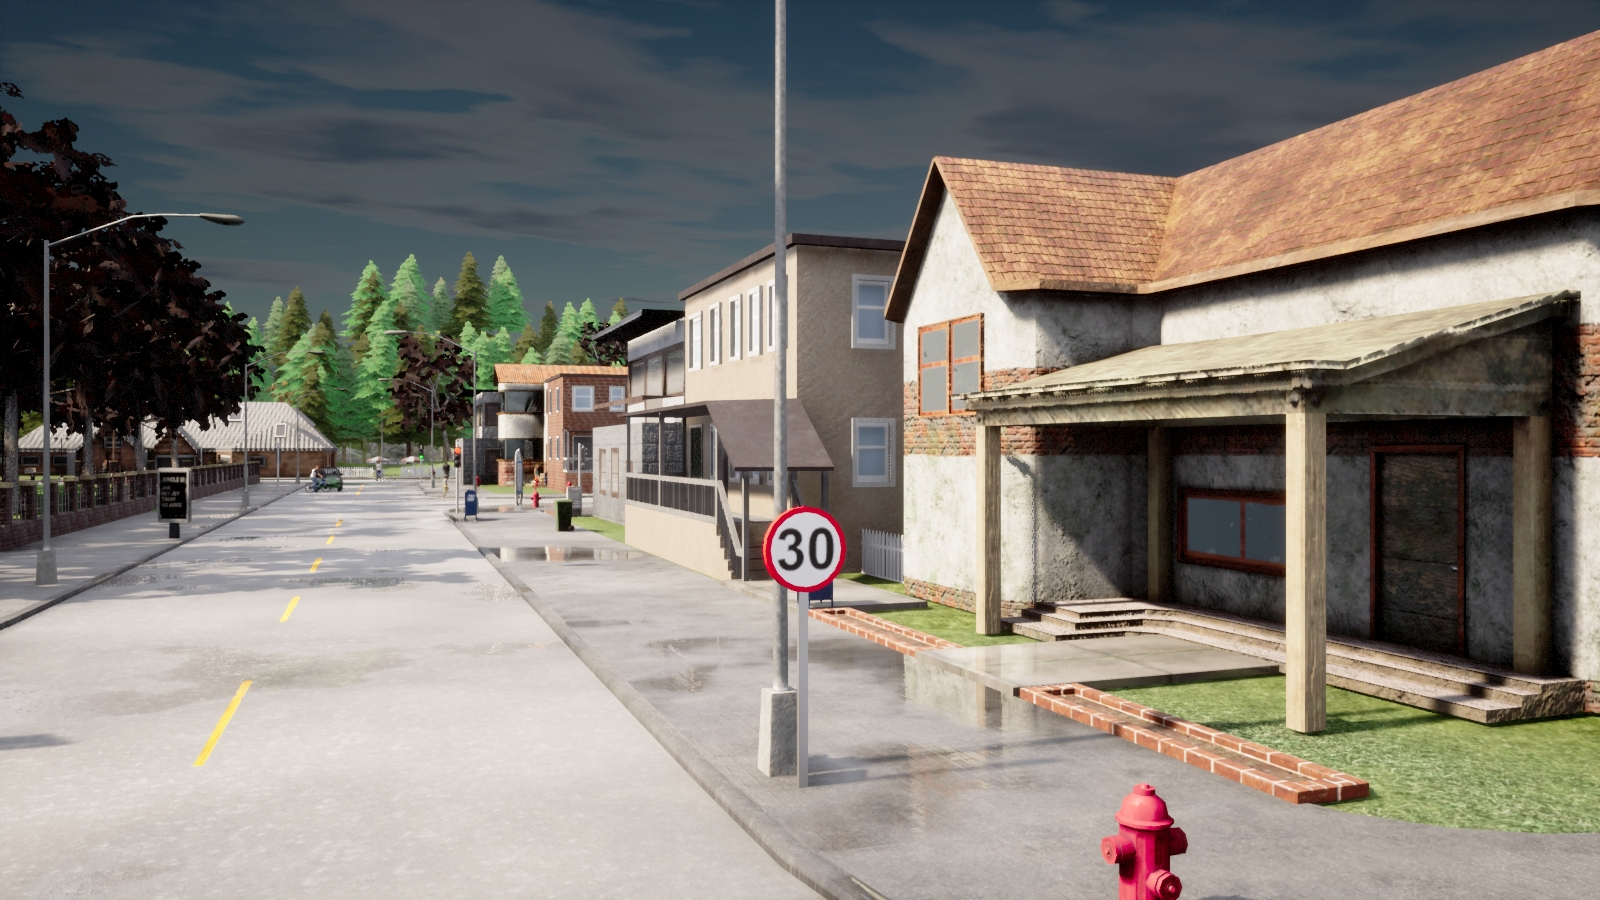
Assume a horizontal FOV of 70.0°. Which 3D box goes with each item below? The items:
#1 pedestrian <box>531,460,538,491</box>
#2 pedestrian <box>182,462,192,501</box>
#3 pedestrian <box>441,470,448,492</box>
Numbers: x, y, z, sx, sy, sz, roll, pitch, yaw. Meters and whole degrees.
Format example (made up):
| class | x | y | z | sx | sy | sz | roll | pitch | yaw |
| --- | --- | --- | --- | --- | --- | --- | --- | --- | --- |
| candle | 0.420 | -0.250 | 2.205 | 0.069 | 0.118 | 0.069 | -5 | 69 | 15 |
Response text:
| class | x | y | z | sx | sy | sz | roll | pitch | yaw |
| --- | --- | --- | --- | --- | --- | --- | --- | --- | --- |
| pedestrian | -16.066 | 1.516 | 69.146 | 0.375 | 1.860 | 0.375 | 0 | 0 | -10 |
| pedestrian | -29.560 | 1.525 | 55.068 | 0.375 | 1.860 | 0.375 | 0 | 0 | -20 |
| pedestrian | -20.882 | 1.826 | 67.093 | 0.375 | 1.300 | 0.375 | 0 | 0 | -19 |
